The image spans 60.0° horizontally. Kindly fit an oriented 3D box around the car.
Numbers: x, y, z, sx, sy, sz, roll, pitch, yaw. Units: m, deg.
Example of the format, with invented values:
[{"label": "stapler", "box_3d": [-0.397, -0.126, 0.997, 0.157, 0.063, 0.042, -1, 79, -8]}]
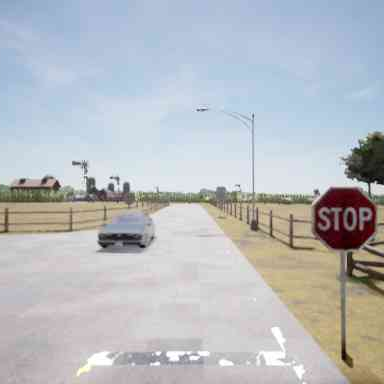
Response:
[{"label": "car", "box_3d": [-2.748, 1.619, 15.178, 2.033, 1.411, 5.357, 0, -1, 0]}]
